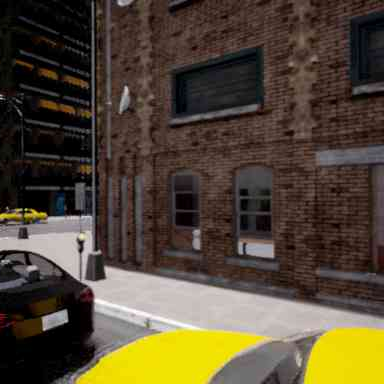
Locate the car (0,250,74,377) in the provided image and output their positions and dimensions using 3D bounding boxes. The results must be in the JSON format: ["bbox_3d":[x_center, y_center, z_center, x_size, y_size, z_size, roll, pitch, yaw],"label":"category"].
[{"bbox_3d":[-3.358,1.603,5.259,4.313,1.339,1.947,0,0,35],"label":"car"}]

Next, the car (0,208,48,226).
[{"bbox_3d":[-14.653,2.016,27.936,1.752,1.417,4.829,-2,-2,35],"label":"car"}]

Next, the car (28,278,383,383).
[{"bbox_3d":[1.136,1.527,2.068,4.829,1.417,1.752,0,0,35],"label":"car"}]
